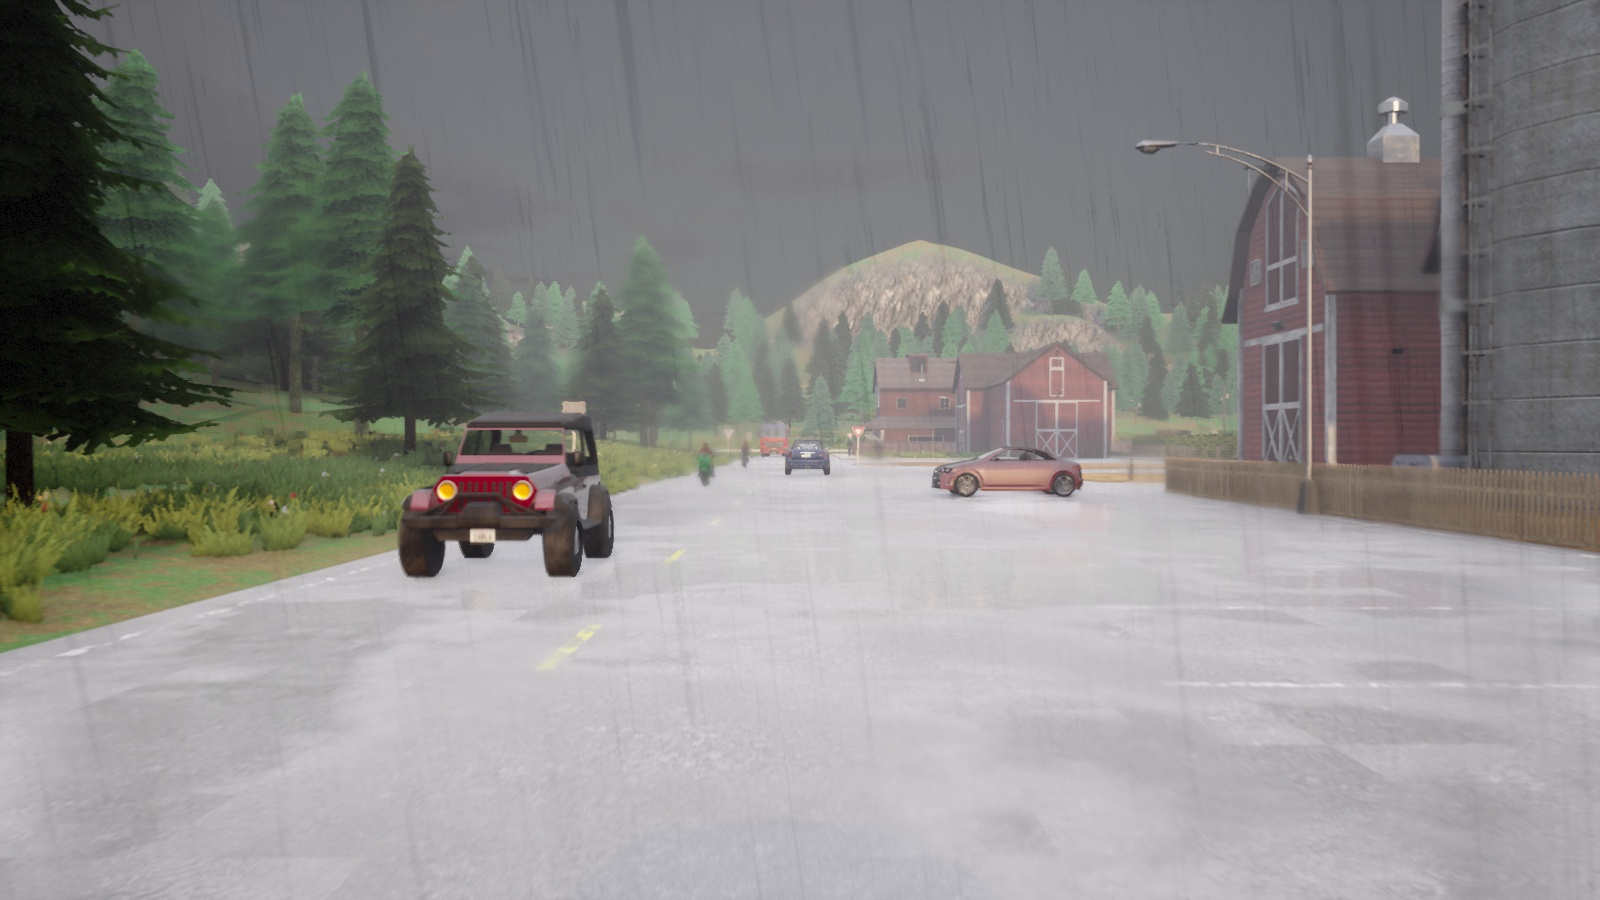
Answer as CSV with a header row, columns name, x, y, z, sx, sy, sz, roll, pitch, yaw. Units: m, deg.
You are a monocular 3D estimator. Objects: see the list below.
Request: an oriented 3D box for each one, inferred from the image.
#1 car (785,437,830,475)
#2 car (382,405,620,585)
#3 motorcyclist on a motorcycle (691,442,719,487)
name,x,y,z,sx,sy,sz,roll,pitch,yaw
car,0.359,0.265,60.279,2.097,1.767,4.553,0,0,0
car,-3.399,0.455,15.042,1.905,1.878,3.866,0,0,0
motorcyclist on a motorcycle,-3.239,0.483,43.073,0.797,1.523,2.044,0,0,0
